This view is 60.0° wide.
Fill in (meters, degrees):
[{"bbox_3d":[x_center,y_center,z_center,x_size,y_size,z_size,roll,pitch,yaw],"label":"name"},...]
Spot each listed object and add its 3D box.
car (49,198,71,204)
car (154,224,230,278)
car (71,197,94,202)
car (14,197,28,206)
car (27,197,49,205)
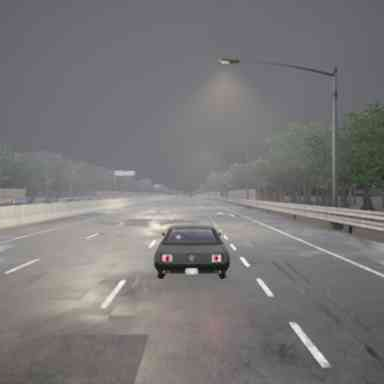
[{"bbox_3d":[-21.210,1.798,54.916,1.882,1.535,5.008,0,0,0],"label":"car"},{"bbox_3d":[-0.009,1.652,10.315,1.895,1.301,4.718,0,0,0],"label":"car"},{"bbox_3d":[-17.715,1.674,55.071,2.097,1.767,4.553,0,0,0],"label":"car"},{"bbox_3d":[-28.187,1.683,56.513,2.097,1.767,4.553,0,0,0],"label":"car"},{"bbox_3d":[-24.702,1.825,54.906,1.837,1.490,4.892,0,0,0],"label":"car"}]
